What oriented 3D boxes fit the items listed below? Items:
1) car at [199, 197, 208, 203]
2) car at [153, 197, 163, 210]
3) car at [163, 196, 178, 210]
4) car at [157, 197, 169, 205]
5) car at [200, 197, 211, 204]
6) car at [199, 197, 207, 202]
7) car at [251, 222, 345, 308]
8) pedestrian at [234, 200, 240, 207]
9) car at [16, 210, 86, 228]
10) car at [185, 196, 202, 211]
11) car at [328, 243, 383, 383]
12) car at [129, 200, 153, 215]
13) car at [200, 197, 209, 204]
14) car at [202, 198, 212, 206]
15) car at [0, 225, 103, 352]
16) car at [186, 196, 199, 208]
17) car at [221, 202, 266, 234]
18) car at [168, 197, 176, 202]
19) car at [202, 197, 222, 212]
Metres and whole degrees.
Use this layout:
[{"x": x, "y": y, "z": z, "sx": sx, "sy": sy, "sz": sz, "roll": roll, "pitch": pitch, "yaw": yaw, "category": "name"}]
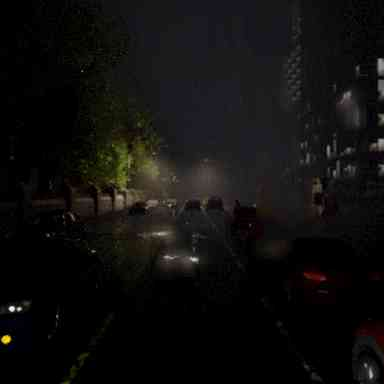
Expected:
[{"x": 2.810, "y": 1.946, "z": 80.900, "sx": 1.947, "sy": 1.339, "sz": 4.313, "roll": 0, "pitch": 0, "yaw": 0, "category": "car"}, {"x": -5.621, "y": 1.759, "z": 47.122, "sx": 2.008, "sy": 1.369, "sz": 4.403, "roll": 0, "pitch": 0, "yaw": 0, "category": "car"}, {"x": -3.010, "y": 1.701, "z": 47.837, "sx": 2.128, "sy": 1.511, "sz": 4.902, "roll": 0, "pitch": 0, "yaw": 0, "category": "car"}, {"x": -5.595, "y": 1.727, "z": 64.018, "sx": 1.967, "sy": 1.590, "sz": 4.097, "roll": 0, "pitch": 0, "yaw": 0, "category": "car"}, {"x": 2.793, "y": 1.755, "z": 69.637, "sx": 1.967, "sy": 1.590, "sz": 4.097, "roll": 0, "pitch": 0, "yaw": 0, "category": "car"}, {"x": 2.818, "y": 1.958, "z": 86.533, "sx": 1.887, "sy": 1.381, "sz": 4.507, "roll": 0, "pitch": 0, "yaw": 0, "category": "car"}, {"x": 2.701, "y": 1.610, "z": 7.682, "sx": 1.802, "sy": 1.307, "sz": 4.206, "roll": 0, "pitch": 0, "yaw": 0, "category": "car"}, {"x": 3.034, "y": 1.388, "z": 22.664, "sx": 0.375, "sy": 1.860, "sz": 0.375, "roll": 0, "pitch": 0, "yaw": -3, "category": "pedestrian"}, {"x": -5.671, "y": 1.493, "z": 13.327, "sx": 1.967, "sy": 1.590, "sz": 4.097, "roll": 0, "pitch": 0, "yaw": 0, "category": "car"}, {"x": 0.139, "y": 1.667, "z": 43.168, "sx": 1.882, "sy": 1.535, "sz": 5.008, "roll": 0, "pitch": -1, "yaw": 0, "category": "car"}, {"x": 2.693, "y": 1.448, "z": 2.052, "sx": 1.967, "sy": 1.590, "sz": 4.097, "roll": 0, "pitch": 0, "yaw": 0, "category": "car"}, {"x": -5.637, "y": 1.738, "z": 35.856, "sx": 1.802, "sy": 1.307, "sz": 4.206, "roll": 0, "pitch": 0, "yaw": 0, "category": "car"}, {"x": 2.801, "y": 1.892, "z": 75.268, "sx": 1.887, "sy": 1.381, "sz": 4.507, "roll": 0, "pitch": 0, "yaw": 0, "category": "car"}, {"x": 2.785, "y": 1.812, "z": 64.175, "sx": 1.752, "sy": 1.417, "sz": 4.829, "roll": 0, "pitch": 0, "yaw": 0, "category": "car"}, {"x": -3.091, "y": 1.587, "z": 6.246, "sx": 1.994, "sy": 1.385, "sz": 4.181, "roll": 0, "pitch": 0, "yaw": 0, "category": "car"}, {"x": 0.082, "y": 1.593, "z": 54.352, "sx": 2.097, "sy": 1.767, "sz": 4.553, "roll": 0, "pitch": 0, "yaw": 0, "category": "car"}, {"x": 3.029, "y": 1.559, "z": 19.659, "sx": 1.882, "sy": 1.535, "sz": 5.008, "roll": 0, "pitch": 0, "yaw": 0, "category": "car"}, {"x": -5.553, "y": 2.013, "z": 92.178, "sx": 1.947, "sy": 1.339, "sz": 4.313, "roll": 0, "pitch": 0, "yaw": 0, "category": "car"}, {"x": 2.752, "y": 1.496, "z": 41.477, "sx": 2.192, "sy": 1.841, "sz": 5.009, "roll": 0, "pitch": 0, "yaw": 0, "category": "car"}]
